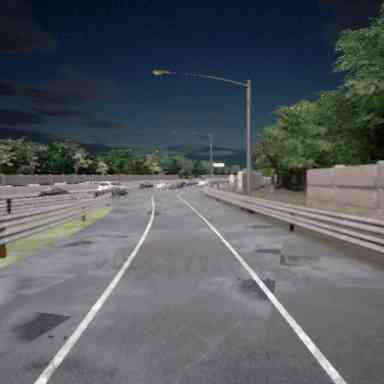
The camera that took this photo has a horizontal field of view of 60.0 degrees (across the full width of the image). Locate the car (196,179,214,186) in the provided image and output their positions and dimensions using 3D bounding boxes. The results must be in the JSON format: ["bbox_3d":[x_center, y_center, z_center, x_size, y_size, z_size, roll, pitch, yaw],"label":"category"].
[{"bbox_3d":[3.637,-2.633,91.703,2.150,2.045,5.566,0,3,17],"label":"car"}]

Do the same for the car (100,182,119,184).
[{"bbox_3d":[-12.306,-0.602,51.285,2.150,2.045,5.566,0,3,17],"label":"car"}]

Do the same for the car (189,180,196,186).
[{"bbox_3d":[0.269,-2.525,92.659,2.097,1.767,4.553,0,3,17],"label":"car"}]

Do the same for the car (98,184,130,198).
[{"bbox_3d":[-10.453,-0.005,45.365,2.033,1.411,5.357,0,3,17],"label":"car"}]

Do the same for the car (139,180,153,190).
[{"bbox_3d":[-9.724,-1.314,71.765,1.837,1.490,4.892,0,3,17],"label":"car"}]

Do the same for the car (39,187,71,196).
[{"bbox_3d":[-18.138,0.086,44.158,1.812,1.442,4.674,0,3,17],"label":"car"}]

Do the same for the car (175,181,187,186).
[{"bbox_3d":[-3.066,-2.429,93.727,1.882,1.535,5.008,0,3,17],"label":"car"}]

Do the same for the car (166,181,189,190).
[{"bbox_3d":[-3.028,-1.273,69.726,2.128,1.511,4.902,0,3,17],"label":"car"}]

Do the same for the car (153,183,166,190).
[{"bbox_3d":[-6.130,-1.305,71.551,1.812,1.442,4.674,0,3,17],"label":"car"}]
